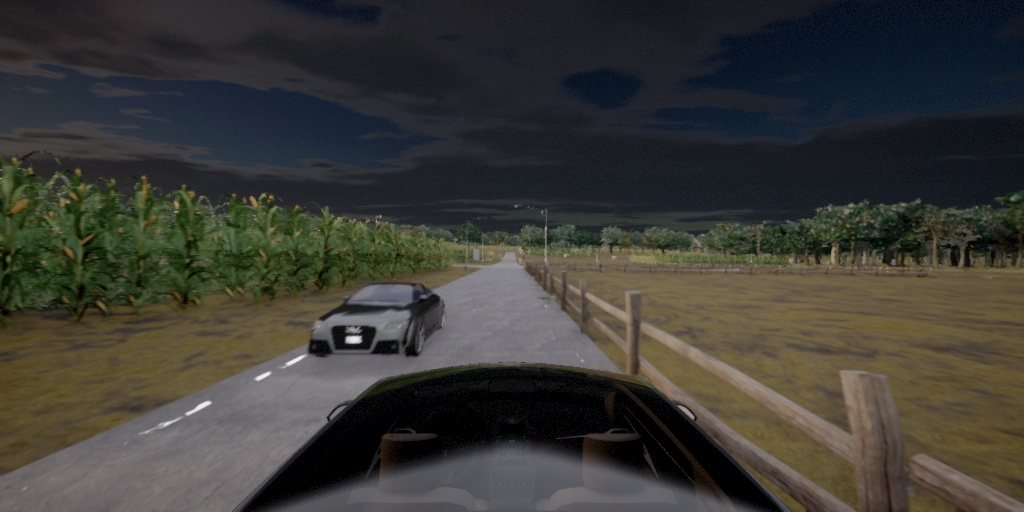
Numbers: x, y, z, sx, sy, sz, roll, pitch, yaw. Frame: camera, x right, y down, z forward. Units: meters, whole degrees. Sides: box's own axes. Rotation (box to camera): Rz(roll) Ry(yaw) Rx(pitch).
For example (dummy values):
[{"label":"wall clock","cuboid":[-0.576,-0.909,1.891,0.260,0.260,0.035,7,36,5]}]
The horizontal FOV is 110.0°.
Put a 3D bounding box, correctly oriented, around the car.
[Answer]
[{"label":"car","cuboid":[-2.824,1.309,8.399,1.994,1.385,4.181,0,0,0]}]
